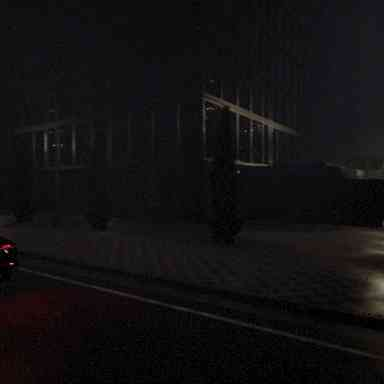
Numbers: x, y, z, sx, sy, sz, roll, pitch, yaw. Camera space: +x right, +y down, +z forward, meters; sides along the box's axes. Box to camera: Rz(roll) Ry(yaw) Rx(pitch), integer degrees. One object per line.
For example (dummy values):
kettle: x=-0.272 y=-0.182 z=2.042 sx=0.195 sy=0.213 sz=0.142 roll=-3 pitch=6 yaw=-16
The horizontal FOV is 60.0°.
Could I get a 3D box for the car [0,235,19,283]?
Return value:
car: x=-6.162 y=1.418 z=8.073 sx=4.902 sy=1.511 sz=2.128 roll=0 pitch=1 yaw=34
